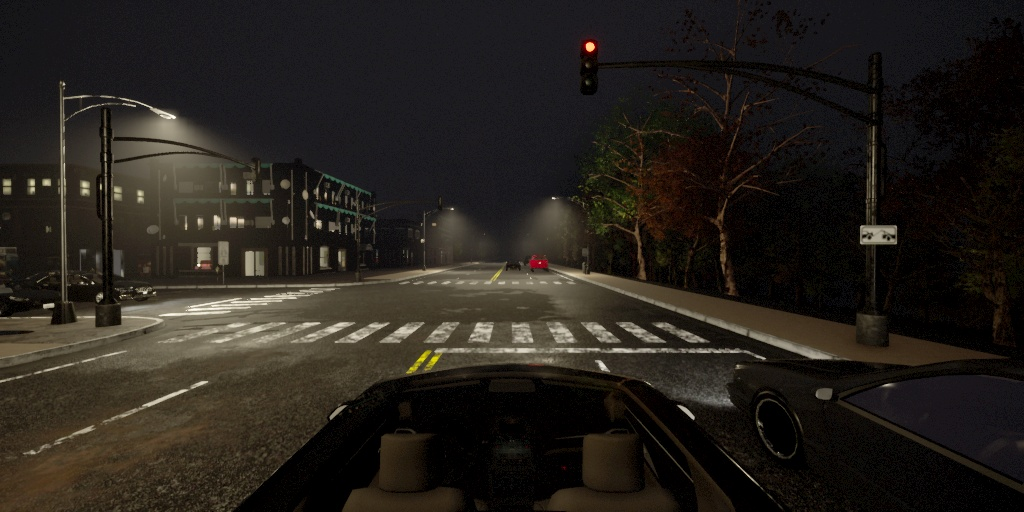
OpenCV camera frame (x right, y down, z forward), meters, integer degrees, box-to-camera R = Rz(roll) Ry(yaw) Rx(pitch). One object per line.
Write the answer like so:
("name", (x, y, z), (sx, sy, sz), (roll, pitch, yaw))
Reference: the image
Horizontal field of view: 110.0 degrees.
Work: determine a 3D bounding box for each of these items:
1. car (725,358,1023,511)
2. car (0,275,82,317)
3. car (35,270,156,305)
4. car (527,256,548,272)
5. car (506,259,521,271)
("car", (3.326, 1.297, 1.762), (2.033, 1.411, 5.357), (0, 0, 3))
("car", (-19.930, 1.565, 13.755), (4.313, 1.339, 1.948), (0, 0, 0))
("car", (-19.320, 1.470, 16.435), (4.892, 1.490, 1.837), (-1, 1, -2))
("car", (3.418, 0.956, 46.239), (2.150, 2.045, 5.566), (0, 0, 0))
("car", (0.174, 1.210, 50.350), (1.882, 1.535, 5.008), (0, 0, 0))
